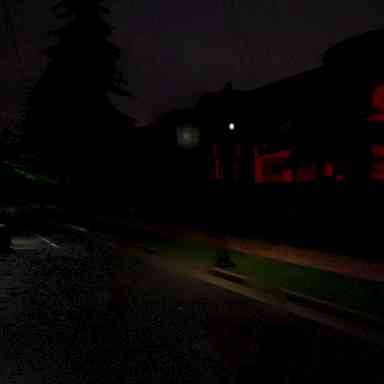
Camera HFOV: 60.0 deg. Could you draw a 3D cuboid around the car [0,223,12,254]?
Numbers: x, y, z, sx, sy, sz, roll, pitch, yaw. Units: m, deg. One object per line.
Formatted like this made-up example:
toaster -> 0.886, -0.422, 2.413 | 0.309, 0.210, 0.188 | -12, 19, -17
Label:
car -> -6.787, 1.394, 9.746 | 1.882, 1.535, 5.008 | 0, 1, -16
